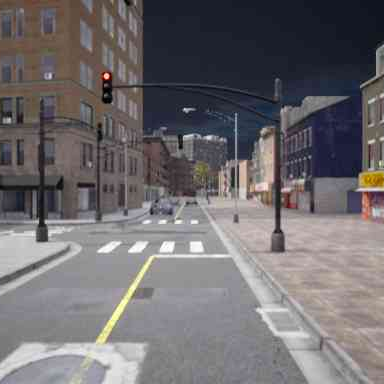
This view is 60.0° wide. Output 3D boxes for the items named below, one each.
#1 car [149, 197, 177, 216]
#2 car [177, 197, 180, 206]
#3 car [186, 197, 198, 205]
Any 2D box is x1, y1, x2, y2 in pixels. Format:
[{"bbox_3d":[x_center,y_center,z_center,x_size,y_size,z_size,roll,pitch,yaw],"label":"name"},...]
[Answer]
[{"bbox_3d":[-2.878,1.346,32.329,2.097,1.767,4.553,0,0,0],"label":"car"},{"bbox_3d":[-2.886,1.499,52.716,1.837,1.490,4.892,0,0,0],"label":"car"},{"bbox_3d":[-0.051,1.559,57.096,1.994,1.385,4.181,0,0,0],"label":"car"}]
